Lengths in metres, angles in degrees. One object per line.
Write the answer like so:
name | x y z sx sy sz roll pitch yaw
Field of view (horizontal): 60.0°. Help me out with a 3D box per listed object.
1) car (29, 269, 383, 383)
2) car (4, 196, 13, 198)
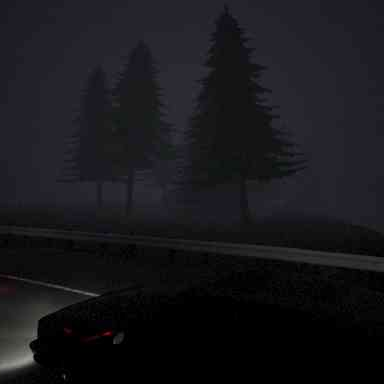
car | 0.684 1.547 3.241 5.357 1.411 2.033 0 0 34
car | -42.604 1.540 77.709 2.033 1.411 5.357 0 0 1
